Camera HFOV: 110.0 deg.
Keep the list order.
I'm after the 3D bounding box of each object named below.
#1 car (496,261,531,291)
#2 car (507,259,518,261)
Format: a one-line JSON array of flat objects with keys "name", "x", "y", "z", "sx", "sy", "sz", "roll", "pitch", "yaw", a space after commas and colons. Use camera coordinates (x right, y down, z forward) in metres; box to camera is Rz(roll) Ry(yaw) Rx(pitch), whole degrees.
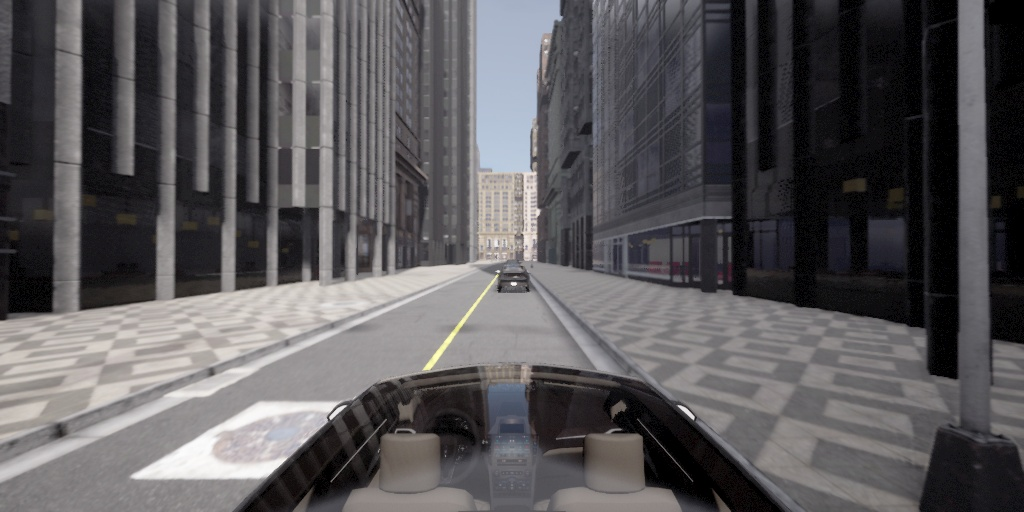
[{"name": "car", "x": 0.096, "y": 1.267, "z": 21.968, "sx": 1.837, "sy": 1.490, "sz": 4.892, "roll": 0, "pitch": 0, "yaw": 0}, {"name": "car", "x": 0.092, "y": 1.143, "z": 43.914, "sx": 2.097, "sy": 1.767, "sz": 4.553, "roll": 0, "pitch": 0, "yaw": 0}]
